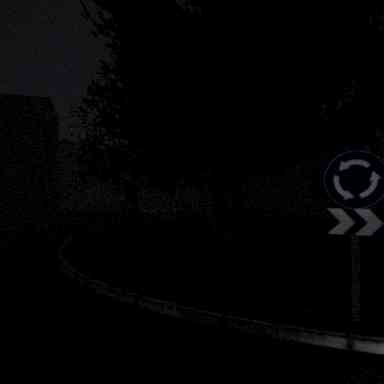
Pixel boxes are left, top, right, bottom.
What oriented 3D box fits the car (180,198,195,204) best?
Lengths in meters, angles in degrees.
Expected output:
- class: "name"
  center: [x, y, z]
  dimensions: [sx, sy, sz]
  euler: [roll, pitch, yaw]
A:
- class: "car"
  center: [-0.992, 2.040, 77.773]
  dimensions: [1.882, 1.535, 5.008]
  euler: [0, -1, 30]
